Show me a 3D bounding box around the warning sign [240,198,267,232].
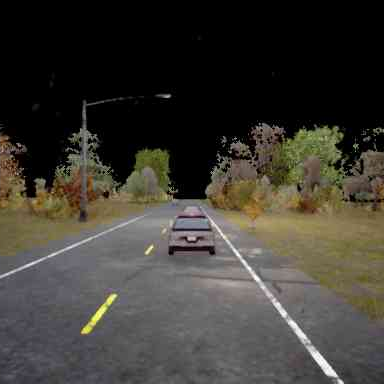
[{"bbox_3d":[3.526,1.304,19.205,1.300,1.860,1.060,-1,-1,0],"label":"warning sign"}]

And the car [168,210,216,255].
[{"bbox_3d":[-0.007,1.685,14.007,2.033,1.411,5.357,0,-1,0],"label":"car"}]

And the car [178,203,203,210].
[{"bbox_3d":[-0.013,1.855,29.297,1.994,1.385,4.181,0,-1,0],"label":"car"}]

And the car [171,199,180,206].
[{"bbox_3d":[-3.540,2.249,70.996,1.837,1.490,4.892,0,-1,0],"label":"car"}]
